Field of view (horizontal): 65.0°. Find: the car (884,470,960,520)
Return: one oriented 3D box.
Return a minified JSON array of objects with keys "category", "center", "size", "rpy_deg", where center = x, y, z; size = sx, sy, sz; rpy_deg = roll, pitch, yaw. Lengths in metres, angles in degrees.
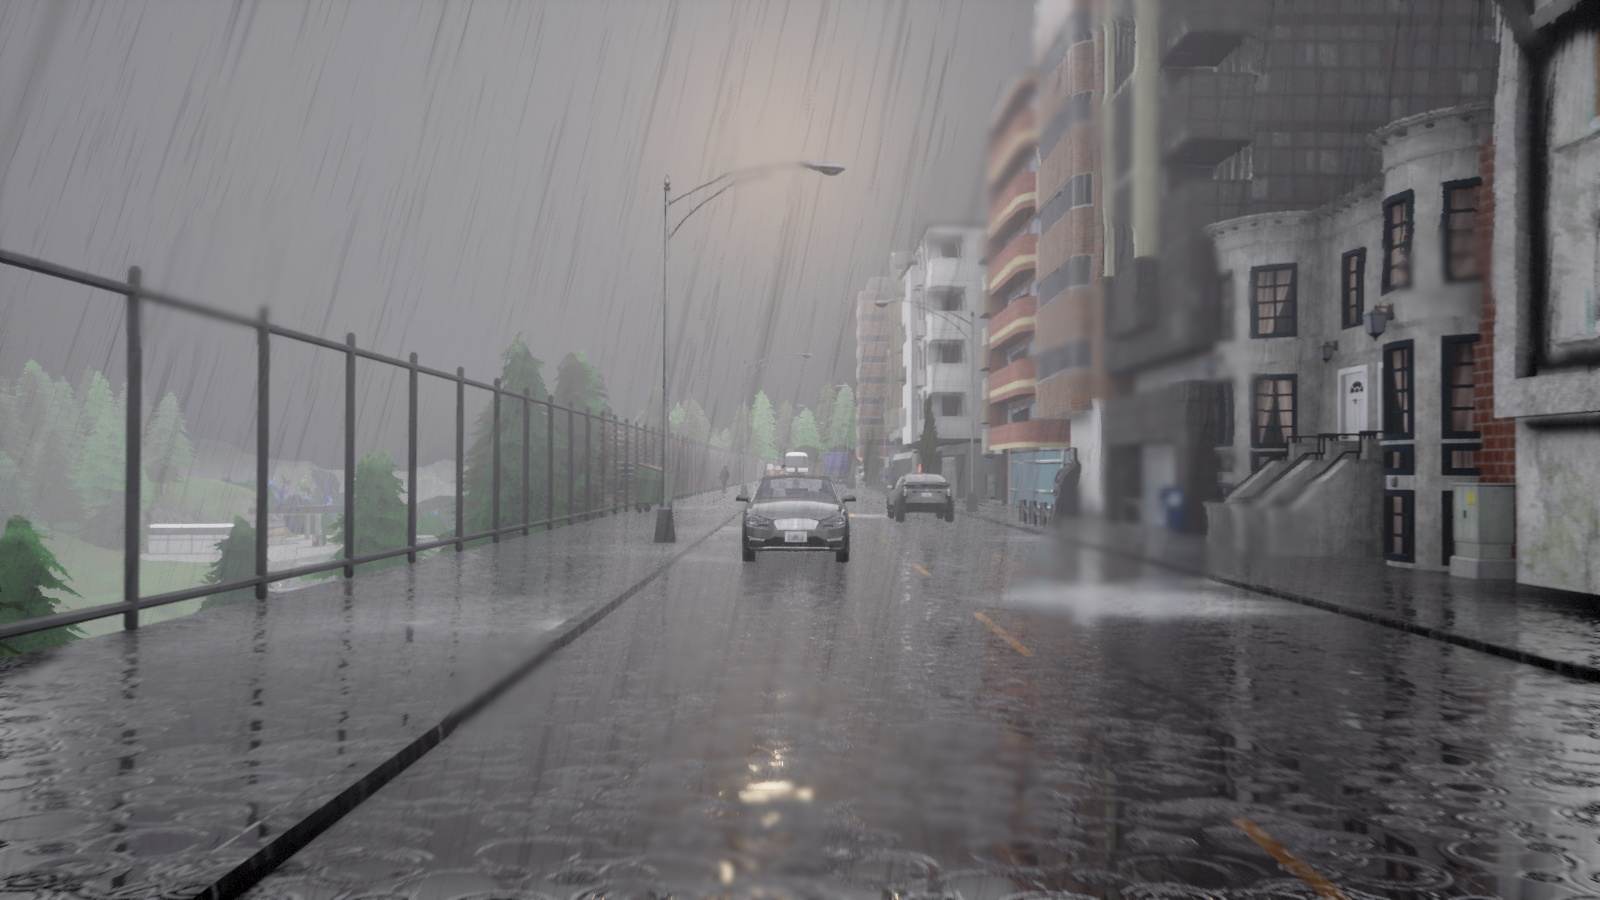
[{"category":"car","center":[3.884,1.428,40.726],"size":[2.007,1.525,4.514],"rpy_deg":[0,-1,0]}]

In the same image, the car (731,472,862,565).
[{"category":"car","center":[-0.065,1.154,22.879],"size":[2.128,1.511,4.902],"rpy_deg":[0,-1,0]}]
